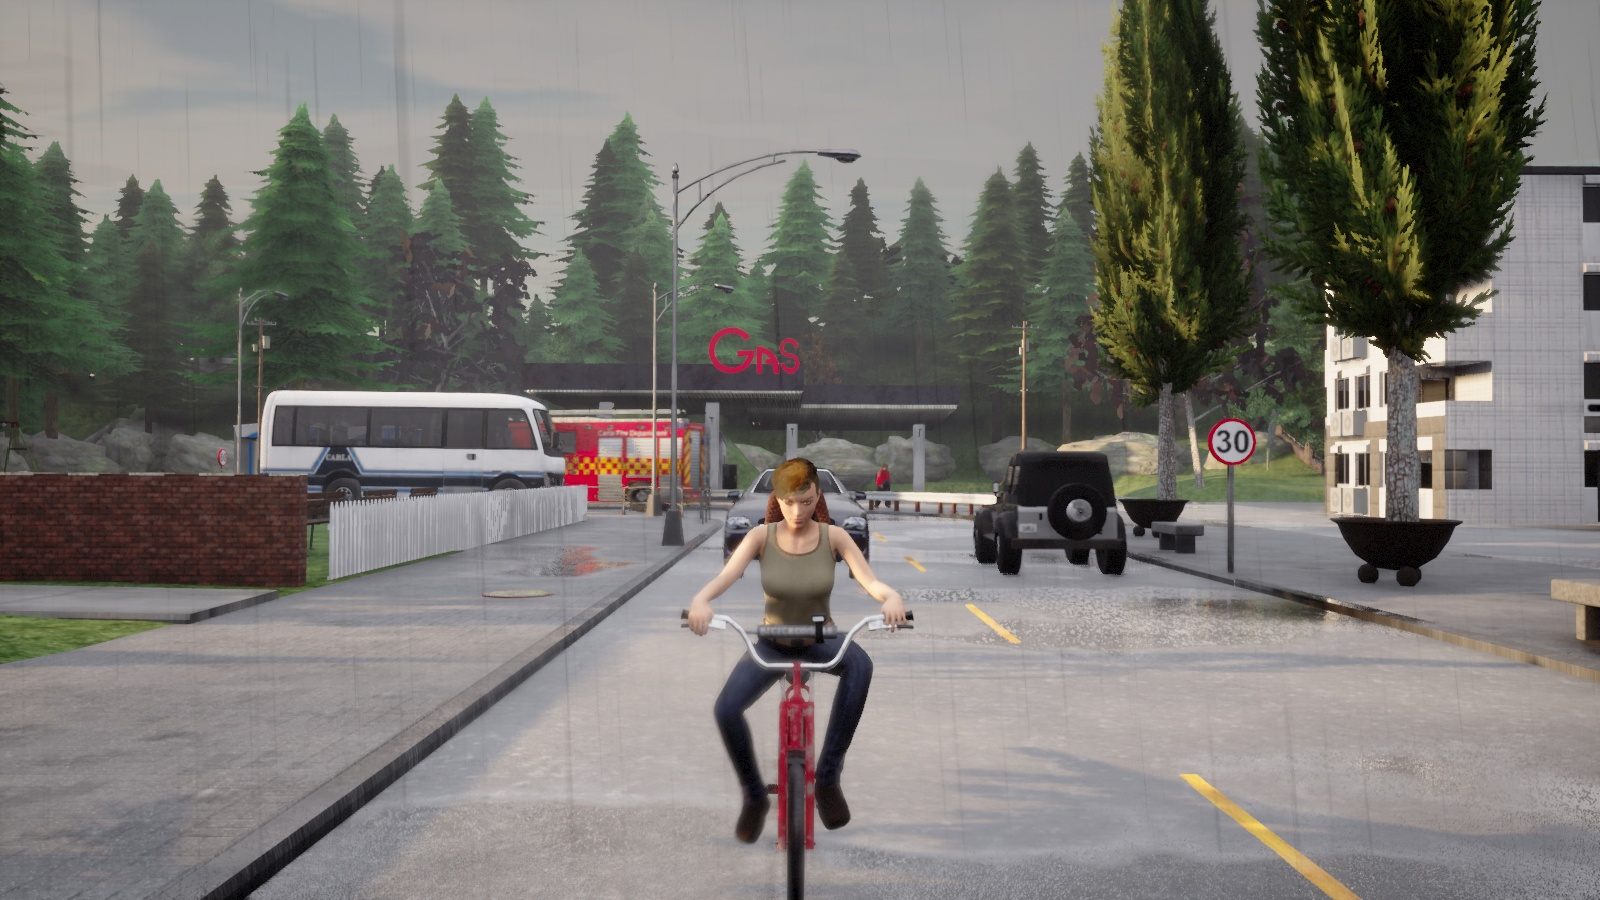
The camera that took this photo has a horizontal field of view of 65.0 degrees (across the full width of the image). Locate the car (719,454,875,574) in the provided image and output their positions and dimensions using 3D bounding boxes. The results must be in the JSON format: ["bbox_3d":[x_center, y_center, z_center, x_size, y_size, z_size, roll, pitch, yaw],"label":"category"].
[{"bbox_3d":[-0.041,0.927,19.866,2.152,1.651,5.027,0,-1,0],"label":"car"}]

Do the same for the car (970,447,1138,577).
[{"bbox_3d":[3.958,0.933,20.195,1.905,1.878,3.866,0,-1,0],"label":"car"}]

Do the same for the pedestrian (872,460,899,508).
[{"bbox_3d":[3.339,1.333,49.078,0.634,1.844,0.899,0,-1,-34],"label":"pedestrian"}]

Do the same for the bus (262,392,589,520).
[{"bbox_3d":[-12.877,0.227,44.034,10.273,4.253,3.944,0,-1,0],"label":"bus"}]

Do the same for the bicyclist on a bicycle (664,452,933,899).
[{"bbox_3d":[-0.004,0.832,4.832,0.866,1.612,1.509,0,-1,0],"label":"bicyclist on a bicycle"}]

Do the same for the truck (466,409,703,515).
[{"bbox_3d":[-8.195,0.488,48.029,8.468,3.827,2.891,0,-1,13],"label":"truck"}]
